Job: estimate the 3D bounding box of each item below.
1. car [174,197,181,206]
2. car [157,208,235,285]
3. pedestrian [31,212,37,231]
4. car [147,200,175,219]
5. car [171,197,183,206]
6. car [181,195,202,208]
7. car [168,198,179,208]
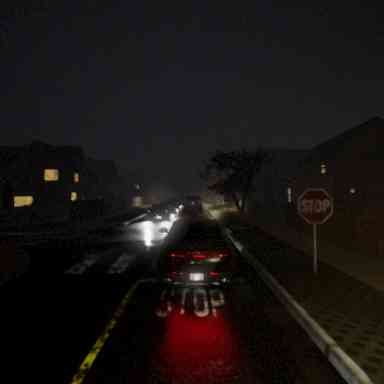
[{"bbox_3d":[-2.847,1.651,49.011,1.882,1.535,5.008,0,0,0],"label":"car"},{"bbox_3d":[0.105,1.494,9.491,1.837,1.490,4.892,0,1,0],"label":"car"},{"bbox_3d":[-9.913,1.477,20.808,0.375,1.860,0.375,0,-2,5],"label":"pedestrian"},{"bbox_3d":[-2.852,1.684,29.728,1.895,1.301,4.718,0,0,0],"label":"car"},{"bbox_3d":[-2.777,1.753,62.479,2.128,1.511,4.902,0,-1,0],"label":"car"},{"bbox_3d":[0.093,1.351,40.767,2.150,2.045,5.566,0,0,0],"label":"car"},{"bbox_3d":[-2.849,1.722,38.896,1.895,1.301,4.718,0,0,0],"label":"car"}]
